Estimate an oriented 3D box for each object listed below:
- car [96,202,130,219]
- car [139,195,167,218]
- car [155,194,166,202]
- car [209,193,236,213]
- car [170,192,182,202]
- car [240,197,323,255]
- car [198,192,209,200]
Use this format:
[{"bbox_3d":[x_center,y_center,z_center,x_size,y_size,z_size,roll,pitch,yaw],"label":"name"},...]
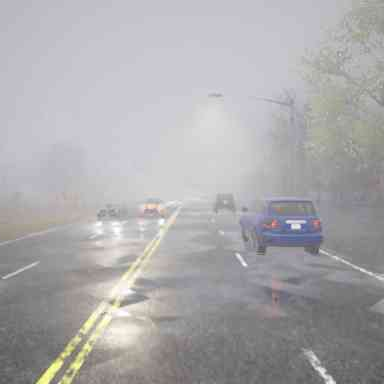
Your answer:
[{"bbox_3d":[-6.597,1.532,28.096,1.895,1.301,4.718,0,0,0],"label":"car"},{"bbox_3d":[-3.344,1.279,29.298,2.097,1.767,4.553,0,0,0],"label":"car"},{"bbox_3d":[-6.499,1.269,69.767,1.812,1.442,4.674,0,0,0],"label":"car"},{"bbox_3d":[3.363,1.124,35.616,2.150,2.045,5.566,0,0,0],"label":"car"},{"bbox_3d":[-3.251,0.970,69.737,2.150,2.045,5.566,0,0,0],"label":"car"},{"bbox_3d":[3.343,1.197,13.405,2.150,2.045,5.566,0,0,0],"label":"car"},{"bbox_3d":[3.254,1.221,80.512,2.128,1.511,4.902,0,1,0],"label":"car"}]
